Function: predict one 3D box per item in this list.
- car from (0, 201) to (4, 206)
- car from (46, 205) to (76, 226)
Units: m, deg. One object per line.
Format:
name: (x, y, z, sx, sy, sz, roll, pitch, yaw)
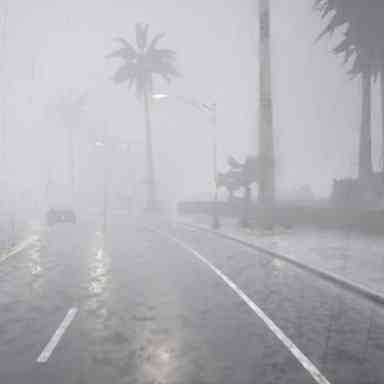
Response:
car: (-44.860, 2.575, 80.646, 4.193, 1.474, 1.816, -1, 0, 12)
car: (-10.609, 1.779, 26.814, 1.882, 1.535, 5.008, -1, 0, -26)
